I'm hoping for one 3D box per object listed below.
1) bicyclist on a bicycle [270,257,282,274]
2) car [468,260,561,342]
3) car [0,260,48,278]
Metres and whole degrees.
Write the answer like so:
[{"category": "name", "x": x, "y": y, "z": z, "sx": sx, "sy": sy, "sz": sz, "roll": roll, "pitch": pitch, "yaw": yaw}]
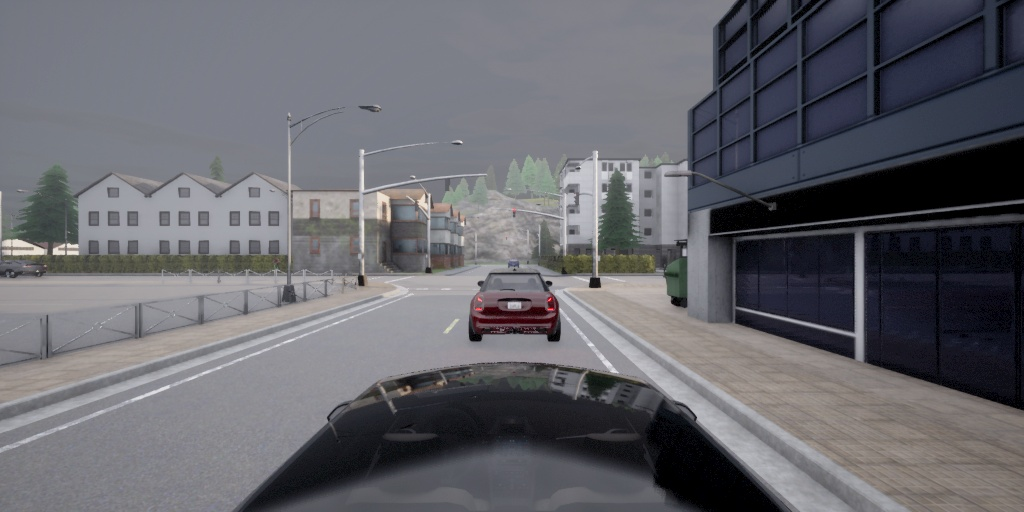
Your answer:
[{"category": "bicyclist on a bicycle", "x": -22.227, "y": 0.874, "z": 33.802, "sx": 0.582, "sy": 1.620, "sz": 1.656, "roll": 0, "pitch": 0, "yaw": 0}, {"category": "car", "x": 0.081, "y": 1.102, "z": 9.970, "sx": 2.097, "sy": 1.767, "sz": 4.553, "roll": 0, "pitch": 0, "yaw": 1}, {"category": "car", "x": -42.115, "y": 1.065, "z": 30.041, "sx": 4.902, "sy": 1.511, "sz": 2.128, "roll": 0, "pitch": 0, "yaw": 0}]
